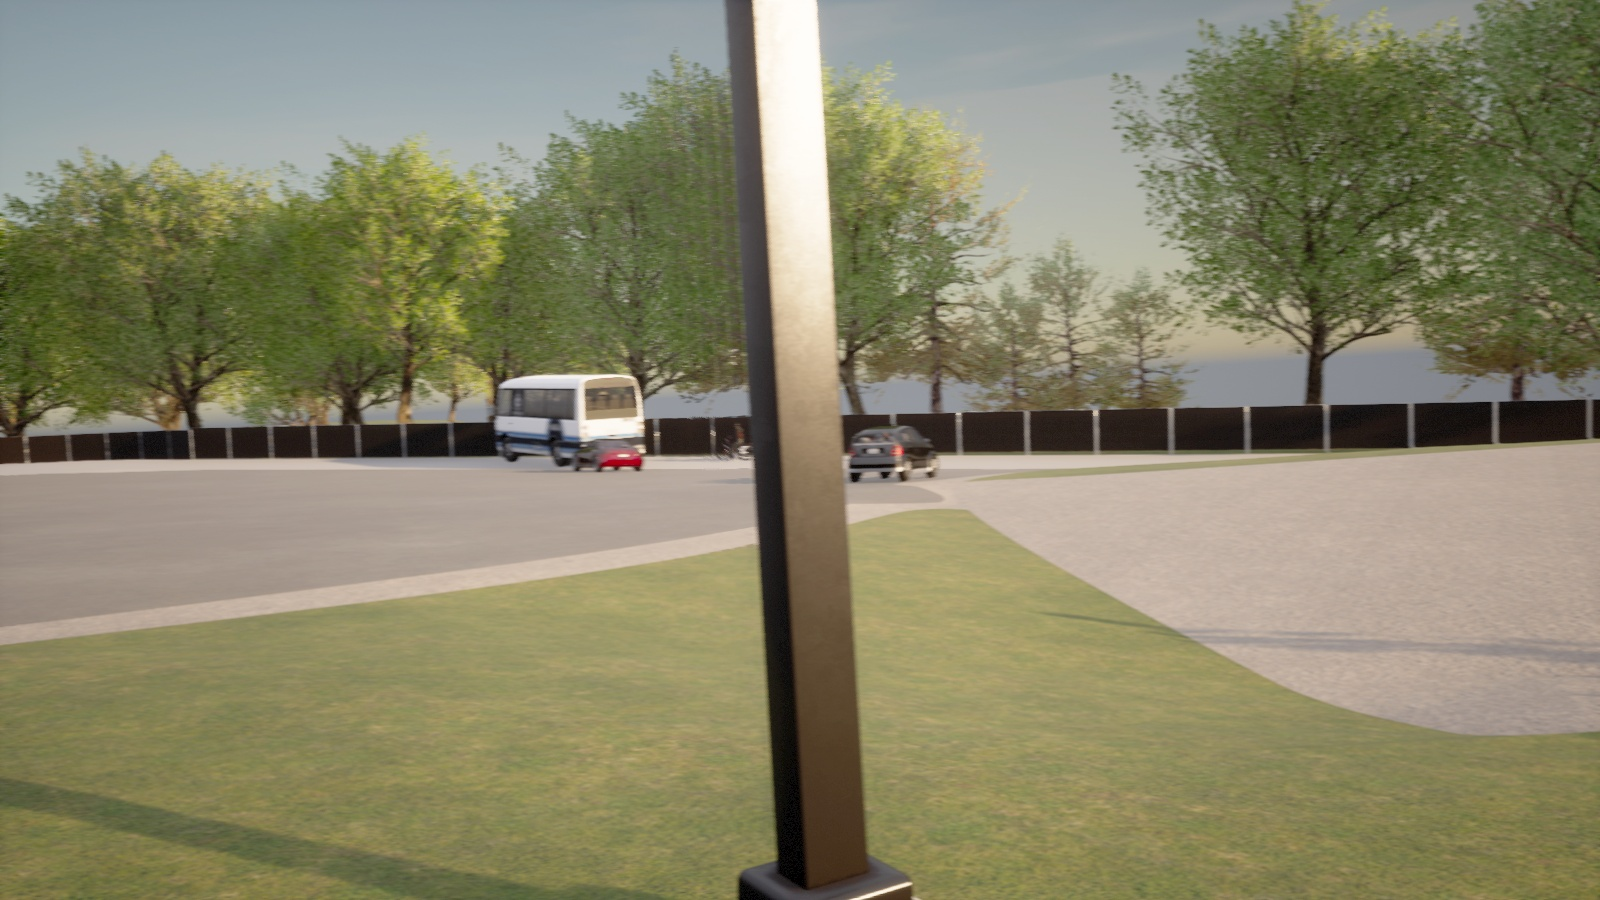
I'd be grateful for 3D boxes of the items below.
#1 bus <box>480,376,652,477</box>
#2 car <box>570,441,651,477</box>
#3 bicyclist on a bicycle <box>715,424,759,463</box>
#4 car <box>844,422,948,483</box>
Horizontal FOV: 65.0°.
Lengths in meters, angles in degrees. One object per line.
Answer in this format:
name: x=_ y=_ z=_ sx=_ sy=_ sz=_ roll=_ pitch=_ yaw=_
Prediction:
bus: x=-11.596 y=-1.273 z=61.206 sx=3.944 sy=4.253 sz=10.273 roll=-7 pitch=6 yaw=-36
car: x=-7.875 y=0.367 z=51.856 sx=1.994 sy=1.385 sz=4.181 roll=-2 pitch=0 yaw=-28
bicyclist on a bicycle: x=-2.954 y=-0.302 z=58.699 sx=1.843 sy=1.776 sz=0.659 roll=-1 pitch=4 yaw=23
car: x=2.807 y=0.038 z=35.989 sx=1.789 sy=1.549 sz=3.705 roll=-3 pitch=0 yaw=24
